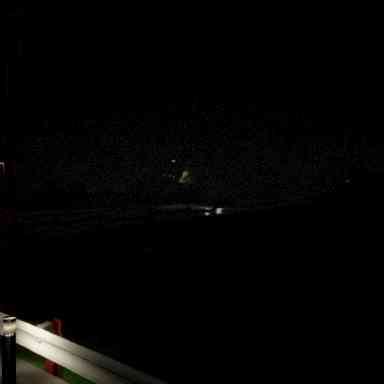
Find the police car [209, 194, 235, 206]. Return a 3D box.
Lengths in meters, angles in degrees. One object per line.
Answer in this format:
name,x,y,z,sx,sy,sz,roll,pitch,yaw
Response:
police car,3.945,1.060,43.872,1.930,1.638,5.238,2,1,32

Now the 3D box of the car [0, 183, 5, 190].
car,-45.879,-1.399,82.310,1.905,1.878,3.866,7,2,-14
